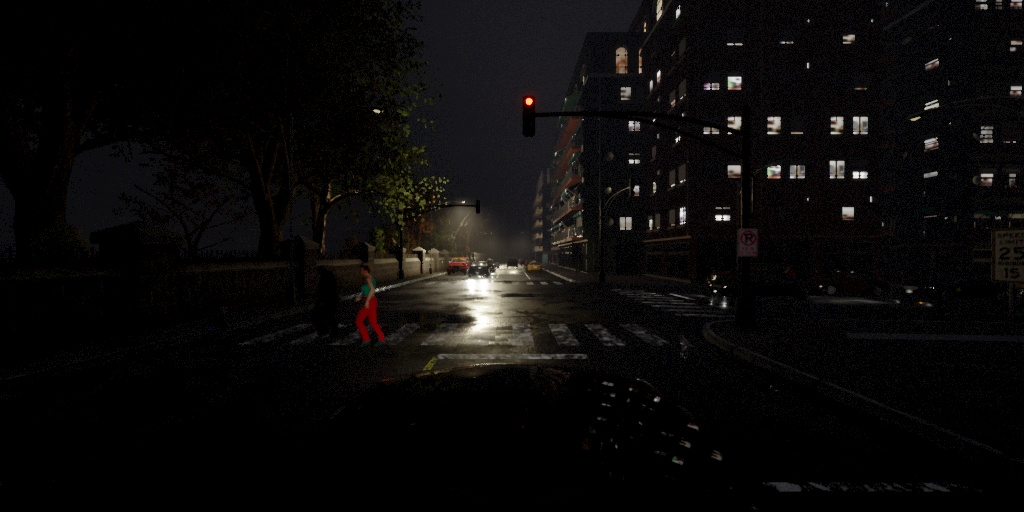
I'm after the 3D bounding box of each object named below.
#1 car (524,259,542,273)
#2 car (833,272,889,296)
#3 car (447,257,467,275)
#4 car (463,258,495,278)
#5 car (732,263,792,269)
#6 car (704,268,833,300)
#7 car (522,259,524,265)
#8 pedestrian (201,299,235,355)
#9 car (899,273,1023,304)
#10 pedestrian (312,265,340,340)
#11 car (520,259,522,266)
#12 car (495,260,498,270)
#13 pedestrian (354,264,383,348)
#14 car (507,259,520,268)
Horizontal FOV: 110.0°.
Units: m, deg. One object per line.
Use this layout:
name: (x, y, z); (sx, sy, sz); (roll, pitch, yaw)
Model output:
car: (2.741, 1.283, 44.286); (1.751, 1.417, 4.829); (0, 0, 0)
car: (20.316, 1.671, 21.992); (4.507, 1.381, 1.888); (0, 0, 0)
car: (-5.646, 1.070, 38.590); (2.192, 1.841, 5.009); (0, 0, 0)
car: (-3.063, 1.245, 34.348); (2.128, 1.511, 4.902); (0, 0, 0)
car: (14.622, 1.338, 21.981); (5.009, 1.841, 2.192); (0, 0, 0)
car: (13.643, 1.564, 19.387); (5.357, 1.411, 2.033); (1, 0, 0)
car: (2.747, 1.307, 49.651); (1.888, 1.381, 4.507); (0, 0, 0)
pedestrian: (-5.852, 1.043, 7.211); (0.375, 1.860, 0.375); (0, 0, 0)
car: (23.956, 1.694, 19.404); (4.902, 1.511, 2.128); (1, 0, 0)
pedestrian: (-4.375, 1.044, 8.409); (0.375, 1.860, 0.375); (0, 0, 0)
car: (2.754, 1.316, 55.187); (2.007, 1.370, 4.403); (0, 0, 0)
car: (-3.044, 1.263, 44.385); (1.837, 1.490, 4.892); (0, 0, 0)
pedestrian: (-3.131, 1.043, 7.808); (0.375, 1.860, 0.375); (0, 0, 0)
car: (0.075, 1.249, 63.484); (1.882, 1.535, 5.008); (0, 0, 0)
